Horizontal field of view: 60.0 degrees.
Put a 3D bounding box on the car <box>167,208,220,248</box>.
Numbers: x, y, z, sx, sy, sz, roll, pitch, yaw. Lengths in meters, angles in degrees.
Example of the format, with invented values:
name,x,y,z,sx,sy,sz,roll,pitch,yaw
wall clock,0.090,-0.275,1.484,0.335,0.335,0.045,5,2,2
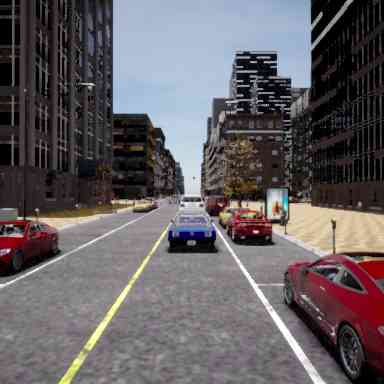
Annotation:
name,x,y,z,sx,sy,sz,roll,pitch,yaw
car,0.000,1.618,14.680,1.895,1.301,4.718,0,0,0

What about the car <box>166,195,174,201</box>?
name,x,y,z,sx,sy,sz,roll,pitch,yaw
car,-5.683,1.549,87.415,1.752,1.417,4.829,1,0,0

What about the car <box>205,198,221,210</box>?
name,x,y,z,sx,sy,sz,roll,pitch,yaw
car,2.697,1.553,44.058,1.887,1.381,4.507,1,0,0

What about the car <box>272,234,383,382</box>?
name,x,y,z,sx,sy,sz,roll,pitch,yaw
car,2.697,1.581,5.142,1.802,1.307,4.206,1,0,0

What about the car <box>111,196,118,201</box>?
name,x,y,z,sx,sy,sz,roll,pitch,yaw
car,-17.252,1.275,68.461,4.507,1.381,1.887,1,-1,0

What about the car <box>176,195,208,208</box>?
name,x,y,z,sx,sy,sz,roll,pitch,yaw
car,0.000,1.263,29.681,2.150,2.045,5.566,0,0,0

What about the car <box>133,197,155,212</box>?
name,x,y,z,sx,sy,sz,roll,pitch,yaw
car,-5.683,1.532,38.330,1.752,1.417,4.829,1,0,0

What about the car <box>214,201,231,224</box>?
name,x,y,z,sx,sy,sz,roll,pitch,yaw
car,2.698,1.528,21.990,1.752,1.417,4.829,1,0,0

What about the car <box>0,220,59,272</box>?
name,x,y,z,sx,sy,sz,roll,pitch,yaw
car,-5.684,1.582,10.702,1.802,1.307,4.206,1,0,0

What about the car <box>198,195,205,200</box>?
name,x,y,z,sx,sy,sz,roll,pitch,yaw
car,2.698,1.571,93.095,1.887,1.381,4.507,1,0,0

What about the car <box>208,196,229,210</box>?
name,x,y,z,sx,sy,sz,roll,pitch,yaw
car,2.699,1.320,32.939,2.192,1.841,5.009,1,0,0

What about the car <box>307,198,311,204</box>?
name,x,y,z,sx,sy,sz,roll,pitch,yaw
car,26.257,2.018,77.137,4.829,1.417,1.752,1,-1,0

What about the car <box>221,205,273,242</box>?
name,x,y,z,sx,sy,sz,roll,pitch,yaw
car,2.697,1.546,16.261,1.887,1.381,4.507,1,0,0

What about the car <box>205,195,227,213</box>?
name,x,y,z,sx,sy,sz,roll,pitch,yaw
car,2.699,1.322,38.498,2.192,1.841,5.009,1,0,0

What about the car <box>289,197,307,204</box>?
name,x,y,z,sx,sy,sz,roll,pitch,yaw
car,20.847,1.765,68.784,4.097,1.590,1.967,1,-1,0

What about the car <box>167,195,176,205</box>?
name,x,y,z,sx,sy,sz,roll,pitch,yaw
car,-3.000,1.418,60.681,2.097,1.767,4.553,0,0,0

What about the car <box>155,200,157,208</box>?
name,x,y,z,sx,sy,sz,roll,pitch,yaw
car,-5.682,1.448,44.059,1.967,1.590,4.097,1,0,0
